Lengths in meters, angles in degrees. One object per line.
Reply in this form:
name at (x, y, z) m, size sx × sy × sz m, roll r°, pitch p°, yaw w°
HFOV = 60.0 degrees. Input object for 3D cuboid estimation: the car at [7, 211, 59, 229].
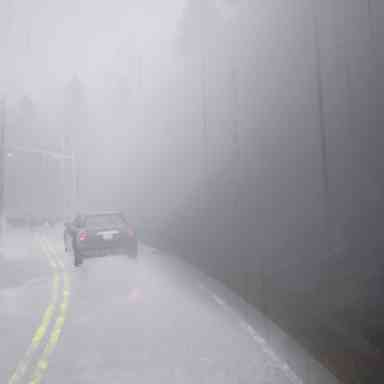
car at (-12.261, 2.084, 25.397) m, size 4.718 × 1.301 × 1.895 m, roll -2°, pitch 0°, yaw 38°

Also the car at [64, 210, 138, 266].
car at (-3.594, 1.482, 12.581) m, size 2.097 × 1.767 × 4.553 m, roll -2°, pitch 0°, yaw -25°
